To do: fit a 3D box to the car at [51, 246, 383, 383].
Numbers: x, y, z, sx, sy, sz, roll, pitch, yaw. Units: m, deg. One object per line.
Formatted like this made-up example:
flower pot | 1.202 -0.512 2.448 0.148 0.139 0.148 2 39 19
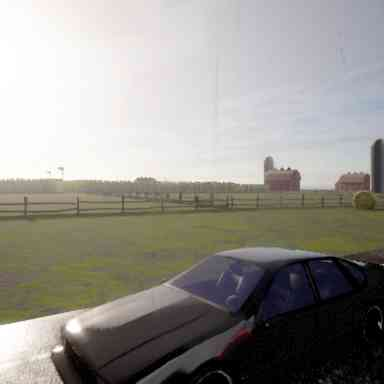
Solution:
car | 1.002 1.547 4.712 5.357 1.411 2.033 0 0 -36
